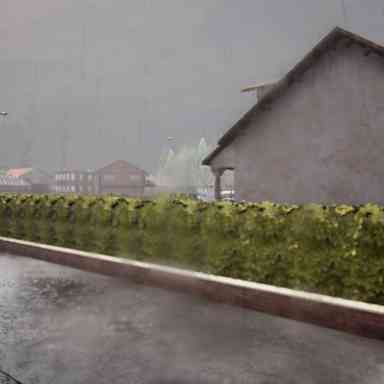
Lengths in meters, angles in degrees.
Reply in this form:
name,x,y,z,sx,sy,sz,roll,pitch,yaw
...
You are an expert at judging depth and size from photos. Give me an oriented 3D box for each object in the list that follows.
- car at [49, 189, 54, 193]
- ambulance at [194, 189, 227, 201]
name,x,y,z,sx,sy,sz,roll,pitch,yaw
car,-28.485,0.363,66.792,3.866,1.878,1.905,1,0,36
ambulance,1.921,0.777,47.228,2.351,2.431,6.366,1,0,36
